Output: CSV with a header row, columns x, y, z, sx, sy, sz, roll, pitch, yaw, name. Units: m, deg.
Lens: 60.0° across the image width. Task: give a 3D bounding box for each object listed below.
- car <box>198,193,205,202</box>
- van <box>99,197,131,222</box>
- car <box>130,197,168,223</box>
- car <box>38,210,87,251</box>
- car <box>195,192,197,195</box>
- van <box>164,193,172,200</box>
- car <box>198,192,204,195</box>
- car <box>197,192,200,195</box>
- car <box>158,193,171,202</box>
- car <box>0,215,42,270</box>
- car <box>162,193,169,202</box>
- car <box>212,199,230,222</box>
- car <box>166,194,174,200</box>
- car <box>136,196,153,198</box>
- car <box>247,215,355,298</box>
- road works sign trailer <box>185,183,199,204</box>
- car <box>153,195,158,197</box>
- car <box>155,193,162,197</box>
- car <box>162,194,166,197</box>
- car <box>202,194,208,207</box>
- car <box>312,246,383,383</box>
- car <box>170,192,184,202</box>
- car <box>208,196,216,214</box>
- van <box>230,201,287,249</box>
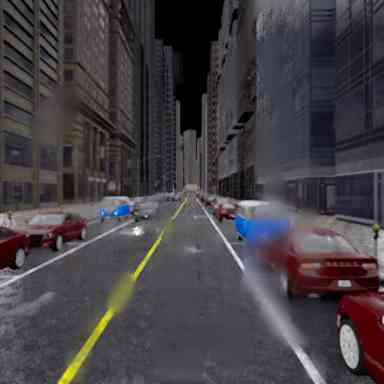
x,y,z,sx,sy,sz,roll,pitch,yaw,name
2.762,1.332,64.287,1.947,1.339,4.313,0,0,0,car
-5.760,1.249,25.062,1.690,1.788,3.998,0,0,0,van
-3.100,1.412,24.954,1.837,1.490,4.892,0,0,0,car
-5.760,1.493,13.859,1.887,1.381,4.507,0,0,0,car
2.761,0.992,92.296,2.192,1.841,5.009,0,0,0,car
-5.763,1.052,81.078,1.690,1.788,3.998,0,0,0,van
2.762,1.313,69.889,1.947,1.339,4.313,0,0,0,car
2.761,1.151,81.093,1.967,1.590,4.097,0,0,0,car
-5.763,1.062,69.875,2.192,1.841,5.009,0,0,0,car
-5.760,1.514,8.256,1.887,1.381,4.507,0,0,0,car
-5.762,1.101,58.672,2.192,1.841,5.009,0,0,0,car
2.764,1.452,25.073,1.887,1.381,4.507,0,0,0,car
-5.764,1.219,86.510,1.752,1.417,4.829,0,0,0,car
-5.761,1.307,36.265,1.967,1.590,4.097,0,0,0,car
2.765,1.514,8.266,1.887,1.381,4.507,0,0,0,car
-0.010,0.245,59.128,2.380,3.560,2.880,0,0,0,road works sign trailer
-5.762,1.412,41.867,1.947,1.339,4.313,0,0,0,car
-5.762,1.266,47.469,1.967,1.590,4.097,0,0,0,car
-5.763,1.371,53.071,1.947,1.339,4.313,0,0,0,car
2.763,1.370,47.481,1.887,1.381,4.507,0,0,0,car
2.765,1.534,2.664,1.887,1.381,4.507,0,0,0,car
-3.017,1.255,66.088,1.837,1.490,4.892,0,0,0,car
2.764,1.327,30.674,1.967,1.590,4.097,0,0,0,car
2.765,1.289,13.867,1.690,1.788,3.998,0,0,0,van
